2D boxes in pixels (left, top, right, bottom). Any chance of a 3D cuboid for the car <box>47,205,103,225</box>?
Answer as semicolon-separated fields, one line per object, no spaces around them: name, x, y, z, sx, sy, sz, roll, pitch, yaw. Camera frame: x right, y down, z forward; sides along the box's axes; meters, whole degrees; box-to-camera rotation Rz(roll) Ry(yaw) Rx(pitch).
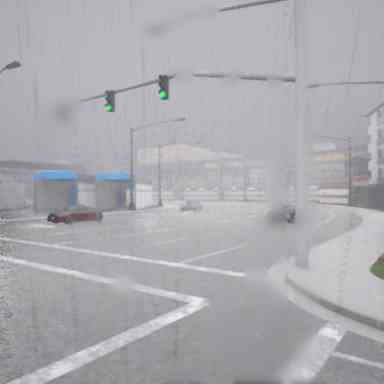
car;-8.981;1.712;25.830;1.994;1.385;4.181;0;0;35

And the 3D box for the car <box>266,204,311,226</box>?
car;7.052;1.600;23.958;2.033;1.411;5.357;0;0;33

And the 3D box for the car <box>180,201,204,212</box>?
car;0.019;1.760;41.534;1.895;1.301;4.718;0;0;17
